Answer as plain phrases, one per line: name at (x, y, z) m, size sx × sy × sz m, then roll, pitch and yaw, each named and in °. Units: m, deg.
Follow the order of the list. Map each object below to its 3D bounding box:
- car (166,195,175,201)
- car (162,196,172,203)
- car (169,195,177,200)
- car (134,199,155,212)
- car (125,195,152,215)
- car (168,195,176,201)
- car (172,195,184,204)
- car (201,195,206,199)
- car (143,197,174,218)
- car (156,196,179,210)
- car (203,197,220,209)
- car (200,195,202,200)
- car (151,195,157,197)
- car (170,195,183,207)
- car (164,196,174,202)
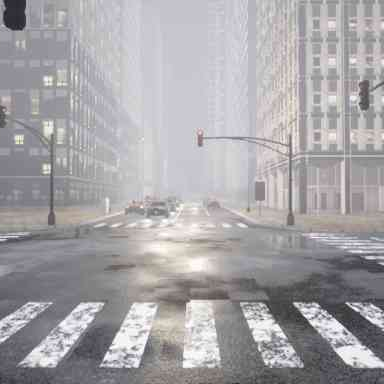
car at (-5.359, 1.578, 83.940) m, size 1.887 × 1.381 × 4.507 m, roll 1°, pitch 0°, yaw 0°
car at (-5.401, 1.573, 72.790) m, size 1.887 × 1.381 × 4.507 m, roll 1°, pitch 0°, yaw 0°
car at (-5.318, 1.605, 95.090) m, size 1.947 × 1.339 × 4.313 m, roll 1°, pitch 0°, yaw 0°
car at (-5.528, 1.597, 39.339) m, size 1.802 × 1.307 × 4.206 m, roll 1°, pitch 0°, yaw 0°
car at (-5.546, 1.453, 33.764) m, size 1.967 × 1.590 × 4.097 m, roll 1°, pitch 0°, yaw 0°
car at (-5.338, 1.587, 89.515) m, size 2.008 × 1.369 × 4.403 m, roll 1°, pitch 0°, yaw 0°
car at (-2.755, 1.397, 64.858) m, size 2.097 × 1.767 × 4.553 m, roll 0°, pitch 0°, yaw 0°
car at (2.918, 1.547, 56.270) m, size 1.752 × 1.417 × 4.829 m, roll 1°, pitch 0°, yaw 0°
car at (-2.985, 1.516, 30.302) m, size 1.837 × 1.490 × 4.892 m, roll 0°, pitch 0°, yaw 0°
car at (-2.949, 1.520, 39.751) m, size 1.837 × 1.490 × 4.892 m, roll 0°, pitch 0°, yaw 0°
car at (2.873, 1.599, 44.944) m, size 1.802 × 1.307 × 4.206 m, roll 1°, pitch 0°, yaw 0°
car at (2.937, 1.590, 61.677) m, size 1.947 × 1.339 × 4.313 m, roll 1°, pitch 0°, yaw 0°
car at (-5.502, 1.332, 44.914) m, size 2.192 × 1.841 × 5.009 m, roll 1°, pitch 0°, yaw 0°
car at (-2.905, 1.371, 49.826) m, size 2.097 × 1.767 × 4.553 m, roll 0°, pitch 0°, yaw 0°
car at (-5.380, 1.582, 78.365) m, size 2.008 × 1.369 × 4.403 m, roll 1°, pitch 0°, yaw 0°
